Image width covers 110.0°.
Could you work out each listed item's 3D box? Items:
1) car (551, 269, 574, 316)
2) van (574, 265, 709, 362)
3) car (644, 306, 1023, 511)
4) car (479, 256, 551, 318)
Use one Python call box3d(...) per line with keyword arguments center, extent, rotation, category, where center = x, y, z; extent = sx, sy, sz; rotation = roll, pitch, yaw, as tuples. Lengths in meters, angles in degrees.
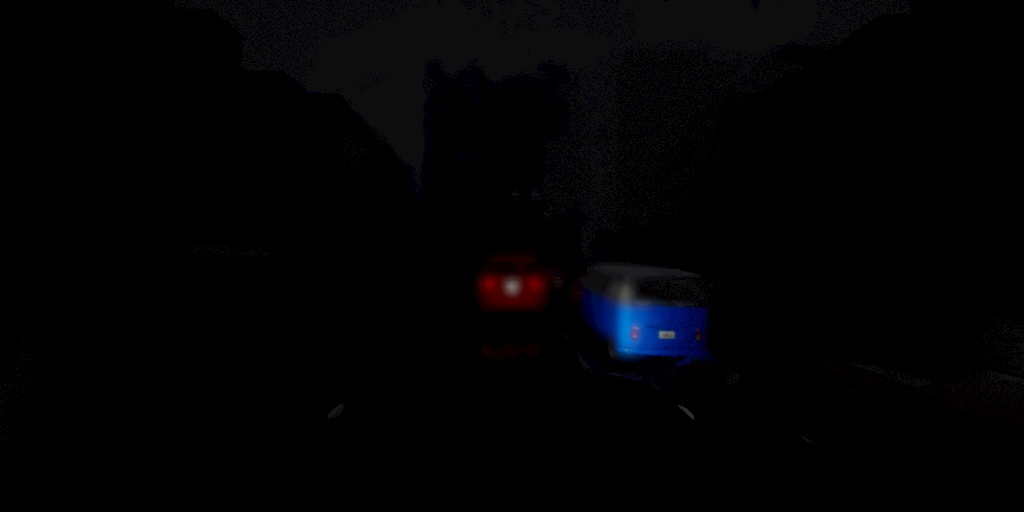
box3d(center=(2.640, 1.356, 13.417), extent=(1.888, 1.381, 4.507), rotation=(0, 0, 0), category="car")
box3d(center=(2.640, 1.122, 7.980), extent=(1.690, 1.789, 3.998), rotation=(0, 0, 0), category="van")
box3d(center=(2.639, 1.336, 2.542), extent=(1.802, 1.307, 4.207), rotation=(0, 0, 0), category="car")
box3d(center=(0.037, 1.034, 13.499), extent=(2.150, 2.045, 5.566), rotation=(0, 0, 1), category="car")
